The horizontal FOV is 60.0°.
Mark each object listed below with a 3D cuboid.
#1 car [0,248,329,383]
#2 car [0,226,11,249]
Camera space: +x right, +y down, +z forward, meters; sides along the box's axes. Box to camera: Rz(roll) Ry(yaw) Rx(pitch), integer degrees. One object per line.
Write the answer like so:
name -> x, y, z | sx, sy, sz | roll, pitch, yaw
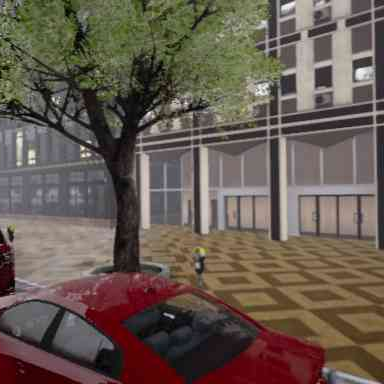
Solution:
car -> -0.976, 1.550, 3.432 | 4.507, 1.381, 1.887 | 0, -1, 36
car -> -5.556, 1.333, 6.746 | 5.009, 1.841, 2.192 | 0, -1, 36
